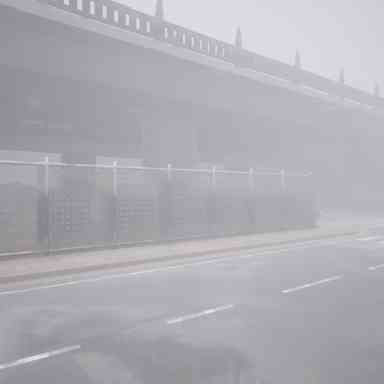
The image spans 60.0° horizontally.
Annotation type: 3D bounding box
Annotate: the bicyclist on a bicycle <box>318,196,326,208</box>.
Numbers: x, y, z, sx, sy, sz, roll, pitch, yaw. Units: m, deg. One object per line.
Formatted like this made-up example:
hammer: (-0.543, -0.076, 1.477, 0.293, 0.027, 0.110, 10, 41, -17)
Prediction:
bicyclist on a bicycle: (16.684, 1.301, 42.717, 1.656, 1.620, 0.582, 0, 0, -36)

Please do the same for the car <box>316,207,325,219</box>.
car: (8.987, 1.490, 28.679, 2.128, 1.511, 4.902, 0, 0, -36)
